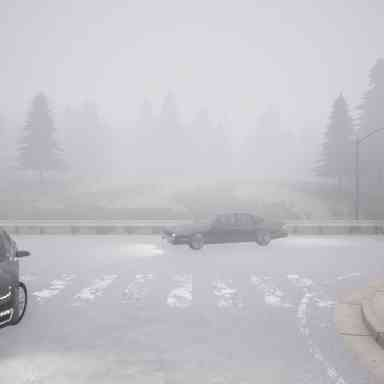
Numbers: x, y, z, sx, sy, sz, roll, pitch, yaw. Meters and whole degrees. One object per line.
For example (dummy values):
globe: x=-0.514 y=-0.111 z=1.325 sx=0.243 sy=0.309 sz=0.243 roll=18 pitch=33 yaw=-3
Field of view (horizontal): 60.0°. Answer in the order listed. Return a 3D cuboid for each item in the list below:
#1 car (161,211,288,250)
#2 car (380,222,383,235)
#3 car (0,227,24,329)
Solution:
car: x=1.457 y=1.547 z=14.231 sx=5.357 sy=1.411 sz=2.033 roll=0 pitch=0 yaw=-20
car: x=11.236 y=1.492 z=15.111 sx=4.902 sy=1.511 sz=2.128 roll=0 pitch=0 yaw=0
car: x=-4.458 y=1.505 z=6.589 sx=1.837 sy=1.490 sz=4.892 roll=0 pitch=0 yaw=-28
